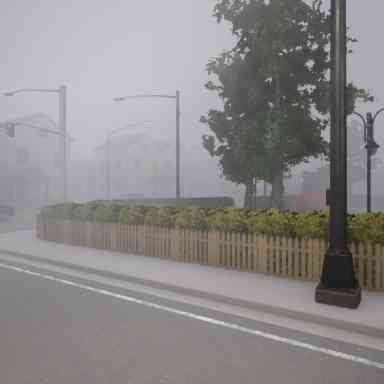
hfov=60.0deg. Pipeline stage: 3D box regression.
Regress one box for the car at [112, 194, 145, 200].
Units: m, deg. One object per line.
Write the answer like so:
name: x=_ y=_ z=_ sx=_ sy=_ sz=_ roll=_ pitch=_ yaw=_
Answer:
car: x=-7.581 y=1.216 z=37.713 sx=2.150 sy=2.045 sz=5.566 roll=0 pitch=1 yaw=35

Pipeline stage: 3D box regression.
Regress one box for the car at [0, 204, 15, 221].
car: x=-16.224 y=1.478 z=25.259 sx=1.882 sy=1.535 sz=5.008 roll=0 pitch=0 yaw=35

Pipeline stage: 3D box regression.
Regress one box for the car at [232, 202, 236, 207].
car: x=4.863 y=1.564 z=49.139 sx=1.994 sy=1.385 sz=4.181 roll=0 pitch=0 yaw=35
